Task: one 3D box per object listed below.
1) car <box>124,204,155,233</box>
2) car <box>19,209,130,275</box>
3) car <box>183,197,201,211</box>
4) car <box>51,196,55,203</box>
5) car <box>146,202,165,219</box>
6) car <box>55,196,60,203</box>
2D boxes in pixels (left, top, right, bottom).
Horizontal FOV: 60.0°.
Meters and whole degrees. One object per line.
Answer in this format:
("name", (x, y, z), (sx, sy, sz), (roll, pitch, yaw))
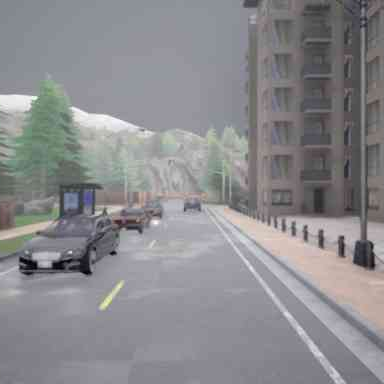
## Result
("car", (-3.580, 1.629, 19.806), (1.895, 1.301, 4.718), (0, 0, 0))
("car", (-3.587, 1.508, 10.575), (2.128, 1.511, 4.902), (0, 0, 0))
("car", (0.007, 1.407, 41.477), (2.097, 1.767, 4.553), (0, 0, -1))
("car", (-27.490, 1.268, 65.687), (1.905, 1.878, 3.866), (0, 0, -1))
("car", (-3.557, 1.606, 29.829), (1.994, 1.385, 4.181), (0, 0, 0))
("car", (-24.985, 1.265, 66.132), (1.932, 1.855, 4.605), (0, 0, -1))
